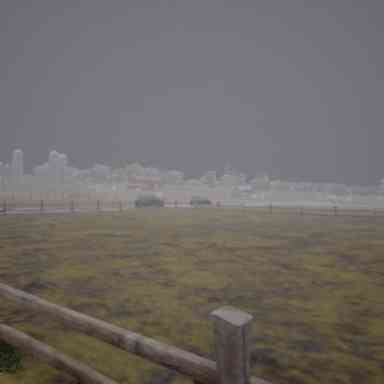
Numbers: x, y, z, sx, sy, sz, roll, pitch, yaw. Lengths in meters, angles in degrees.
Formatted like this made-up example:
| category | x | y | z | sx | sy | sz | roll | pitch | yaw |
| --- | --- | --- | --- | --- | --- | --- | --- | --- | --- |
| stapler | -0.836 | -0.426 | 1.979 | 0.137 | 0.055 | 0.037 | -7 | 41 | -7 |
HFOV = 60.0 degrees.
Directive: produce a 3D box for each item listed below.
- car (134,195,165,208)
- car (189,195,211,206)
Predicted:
| category | x | y | z | sx | sy | sz | roll | pitch | yaw |
| --- | --- | --- | --- | --- | --- | --- | --- | --- | --- |
| car | -6.757 | 1.470 | 53.377 | 2.150 | 2.045 | 5.566 | 3 | 1 | 36 |
| car | 1.634 | 1.727 | 65.025 | 2.150 | 2.045 | 5.566 | 3 | 1 | 36 |
